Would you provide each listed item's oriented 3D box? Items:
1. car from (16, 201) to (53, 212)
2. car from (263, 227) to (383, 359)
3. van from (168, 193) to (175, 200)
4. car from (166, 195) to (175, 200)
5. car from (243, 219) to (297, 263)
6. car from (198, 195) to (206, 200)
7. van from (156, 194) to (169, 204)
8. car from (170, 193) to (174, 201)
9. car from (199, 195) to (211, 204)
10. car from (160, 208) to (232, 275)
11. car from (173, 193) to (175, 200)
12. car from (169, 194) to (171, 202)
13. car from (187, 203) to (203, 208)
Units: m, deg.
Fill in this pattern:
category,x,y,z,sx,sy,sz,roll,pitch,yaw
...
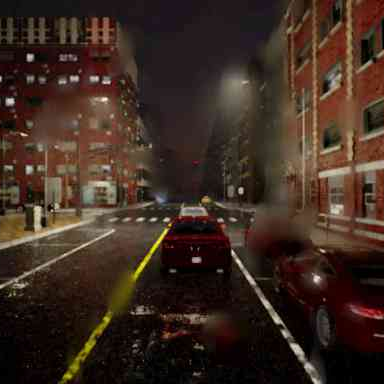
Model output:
category,x,y,z,sx,sy,sz,roll,pitch,yaw
car,-18.734,1.691,39.897,4.313,1.339,1.947,0,-1,0
car,2.665,1.578,5.872,1.802,1.307,4.206,1,0,0
van,-5.733,1.285,94.729,1.690,1.788,3.998,1,0,0
car,-5.733,1.497,89.077,2.008,1.369,4.403,1,0,0
car,2.832,1.574,11.528,1.802,1.307,4.206,1,0,0
car,2.647,1.512,89.043,1.947,1.339,4.313,1,0,0
van,-5.712,1.301,60.815,1.690,1.788,3.998,1,0,0
car,-5.726,1.533,77.772,1.802,1.307,4.206,1,0,0
car,2.665,1.486,60.952,1.752,1.417,4.829,1,0,0
car,0.094,1.470,10.438,1.882,1.535,5.008,0,0,0
car,-5.729,1.474,83.254,1.752,1.417,4.829,1,0,0
car,-5.719,1.539,66.467,1.802,1.307,4.206,1,0,0
car,0.107,1.587,20.607,1.895,1.301,4.718,0,0,0
